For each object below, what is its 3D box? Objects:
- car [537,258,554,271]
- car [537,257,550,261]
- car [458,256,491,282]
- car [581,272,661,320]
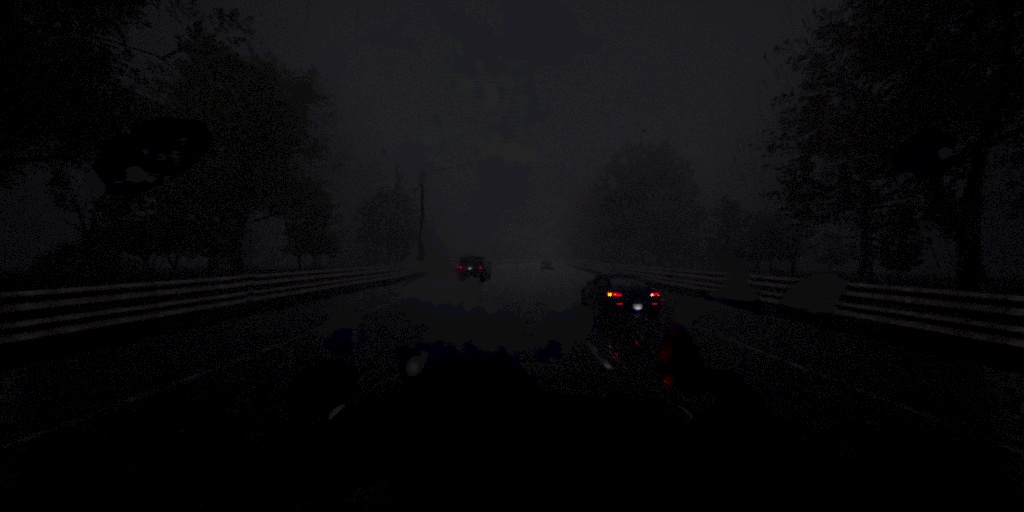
[{"bbox_3d":[5.064,1.405,51.838,2.033,1.411,5.357,0,0,4],"label":"car"},{"bbox_3d":[5.832,1.320,62.688,2.033,1.649,4.856,0,0,4],"label":"car"},{"bbox_3d":[-2.965,1.006,29.143,2.150,2.045,5.566,0,0,2],"label":"car"},{"bbox_3d":[3.676,1.304,12.698,1.812,1.442,4.674,0,0,1],"label":"car"}]
